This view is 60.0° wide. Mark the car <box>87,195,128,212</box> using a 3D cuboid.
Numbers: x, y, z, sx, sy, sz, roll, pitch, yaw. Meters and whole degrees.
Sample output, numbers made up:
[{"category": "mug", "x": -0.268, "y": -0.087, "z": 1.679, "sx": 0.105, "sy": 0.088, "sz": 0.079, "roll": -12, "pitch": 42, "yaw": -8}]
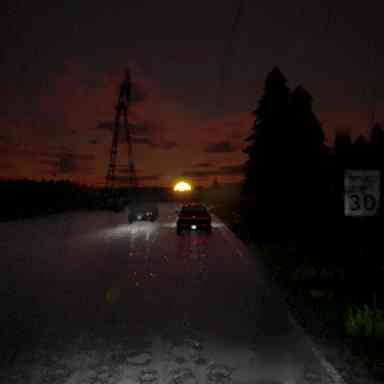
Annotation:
[{"category": "car", "x": -9.553, "y": 1.460, "z": 37.040, "sx": 3.988, "sy": 1.617, "sz": 1.851, "roll": 0, "pitch": 0, "yaw": -1}]

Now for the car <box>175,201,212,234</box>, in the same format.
[{"category": "car", "x": 0.095, "y": 1.493, "z": 19.060, "sx": 1.837, "sy": 1.490, "sz": 4.892, "roll": 0, "pitch": 0, "yaw": 0}]

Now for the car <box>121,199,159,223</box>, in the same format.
[{"category": "car", "x": -3.561, "y": 1.477, "z": 25.073, "sx": 2.128, "sy": 1.511, "sz": 4.902, "roll": 0, "pitch": 0, "yaw": 0}]

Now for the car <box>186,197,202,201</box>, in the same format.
[{"category": "car", "x": 0.090, "y": 1.330, "z": 36.508, "sx": 2.097, "sy": 1.767, "sz": 4.553, "roll": 0, "pitch": 0, "yaw": 0}]
